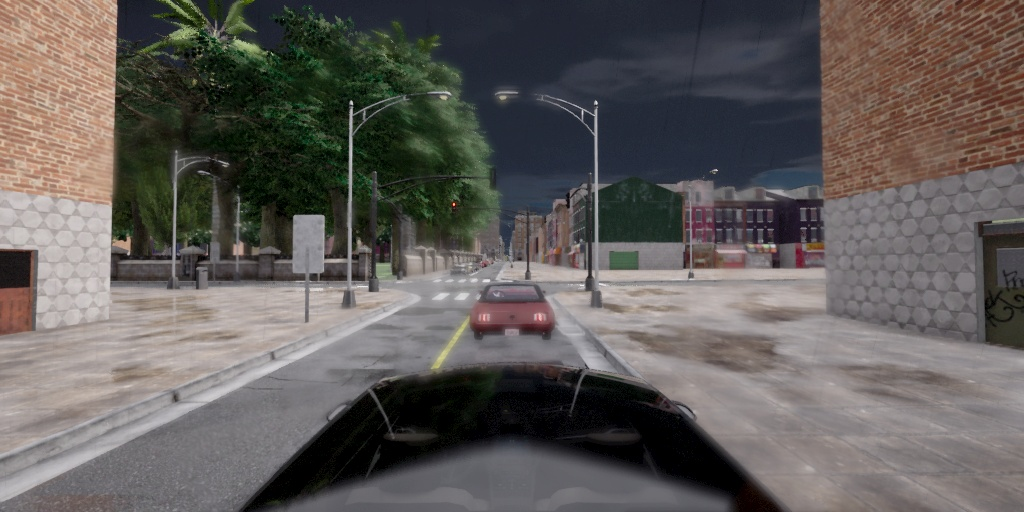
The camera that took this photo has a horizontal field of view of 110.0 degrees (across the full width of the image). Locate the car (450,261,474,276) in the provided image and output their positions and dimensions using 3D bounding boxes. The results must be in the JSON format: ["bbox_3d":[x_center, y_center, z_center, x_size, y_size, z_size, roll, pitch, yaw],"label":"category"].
[{"bbox_3d":[-5.552,1.334,38.400,2.007,1.370,4.403,0,0,0],"label":"car"}]

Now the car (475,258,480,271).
[{"bbox_3d":[-5.588,1.346,45.535,2.007,1.370,4.403,0,0,0],"label":"car"}]

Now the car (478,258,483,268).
[{"bbox_3d":[-5.635,1.373,50.985,1.948,1.339,4.313,0,0,0],"label":"car"}]

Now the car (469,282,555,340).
[{"bbox_3d":[0.024,1.354,9.929,1.895,1.301,4.718,0,0,0],"label":"car"}]

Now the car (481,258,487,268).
[{"bbox_3d":[-5.730,1.419,61.884,1.802,1.307,4.207,0,0,0],"label":"car"}]
